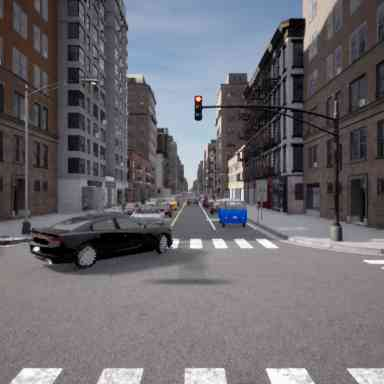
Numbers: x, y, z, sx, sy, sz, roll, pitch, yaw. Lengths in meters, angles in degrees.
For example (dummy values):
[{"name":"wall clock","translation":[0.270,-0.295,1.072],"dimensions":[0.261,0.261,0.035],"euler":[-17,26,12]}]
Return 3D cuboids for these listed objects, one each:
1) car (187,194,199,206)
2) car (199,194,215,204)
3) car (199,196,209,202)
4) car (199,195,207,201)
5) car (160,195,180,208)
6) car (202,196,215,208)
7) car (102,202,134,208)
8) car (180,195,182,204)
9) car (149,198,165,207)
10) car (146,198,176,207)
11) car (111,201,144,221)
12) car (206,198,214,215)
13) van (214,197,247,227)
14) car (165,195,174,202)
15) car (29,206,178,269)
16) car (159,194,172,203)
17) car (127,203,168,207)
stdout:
[{"name":"car","translation":[0.149,1.478,55.348],"dimensions":[2.128,1.511,4.902],"euler":[0,0,0]},{"name":"car","translation":[2.678,1.305,50.857],"dimensions":[2.192,1.841,5.009],"euler":[0,0,0]},{"name":"car","translation":[2.696,1.524,73.582],"dimensions":[2.008,1.369,4.403],"euler":[0,0,0]},{"name":"car","translation":[2.706,1.531,84.945],"dimensions":[1.947,1.339,4.313],"euler":[0,0,0]},{"name":"car","translation":[-2.808,1.474,41.031],"dimensions":[1.882,1.535,5.008],"euler":[0,0,0]},{"name":"car","translation":[2.674,1.576,45.176],"dimensions":[1.802,1.307,4.206],"euler":[0,0,0]},{"name":"car","translation":[-5.370,1.550,22.448],"dimensions":[2.008,1.369,4.403],"euler":[0,0,0]},{"name":"car","translation":[-2.761,1.591,51.285],"dimensions":[1.895,1.301,4.718],"euler":[0,0,0]},{"name":"car","translation":[-5.347,1.556,50.858],"dimensions":[1.947,1.339,4.313],"euler":[0,0,0]},{"name":"car","translation":[-2.823,1.562,31.128],"dimensions":[1.994,1.385,4.181],"euler":[0,0,0]},{"name":"car","translation":[-5.365,1.543,28.130],"dimensions":[1.887,1.381,4.507],"euler":[0,0,0]},{"name":"car","translation":[2.664,1.580,33.813],"dimensions":[1.802,1.307,4.206],"euler":[0,0,0]},{"name":"van","translation":[2.655,1.340,22.450],"dimensions":[1.690,1.788,3.998],"euler":[0,0,0]},{"name":"car","translation":[-5.324,1.410,79.266],"dimensions":[1.967,1.590,4.097],"euler":[0,0,0]},{"name":"car","translation":[-2.797,1.468,11.309],"dimensions":[1.882,1.535,5.008],"euler":[1,1,41]},{"name":"car","translation":[-5.333,1.293,67.903],"dimensions":[2.192,1.841,5.009],"euler":[0,0,0]},{"name":"car","translation":[-2.803,1.600,21.155],"dimensions":[1.895,1.301,4.718],"euler":[0,0,-1]}]
